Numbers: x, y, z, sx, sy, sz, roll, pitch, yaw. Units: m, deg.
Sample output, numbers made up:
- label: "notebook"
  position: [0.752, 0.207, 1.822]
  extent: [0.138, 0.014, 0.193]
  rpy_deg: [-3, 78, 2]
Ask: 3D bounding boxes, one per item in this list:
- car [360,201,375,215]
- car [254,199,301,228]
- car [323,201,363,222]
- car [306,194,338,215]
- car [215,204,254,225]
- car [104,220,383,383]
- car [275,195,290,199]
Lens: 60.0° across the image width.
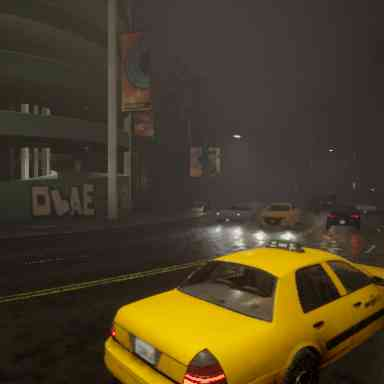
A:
- label: "car"
  position: [16.768, 1.583, 34.009]
  extent: [1.895, 1.301, 4.718]
  rpy_deg: [0, 0, 6]
- label: "car"
  position: [5.829, 1.463, 21.611]
  extent: [1.882, 1.535, 5.008]
  rpy_deg: [0, 0, 27]
- label: "car"
  position: [9.505, 1.514, 20.892]
  extent: [1.812, 1.442, 4.674]
  rpy_deg: [0, 0, 26]
- label: "car"
  position: [13.296, 1.203, 34.132]
  extent: [2.150, 2.045, 5.566]
  rpy_deg: [0, 0, 7]
- label: "car"
  position: [3.330, 1.583, 24.331]
  extent: [1.895, 1.301, 4.718]
  rpy_deg: [0, 0, 25]
- label: "car"
  position: [1.492, 1.453, 4.767]
  extent: [5.366, 1.575, 1.801]
  rpy_deg: [0, 0, -41]
- label: "car"
  position: [18.161, 1.437, 67.071]
  extent: [2.231, 1.521, 4.892]
  rpy_deg: [0, 0, -4]
